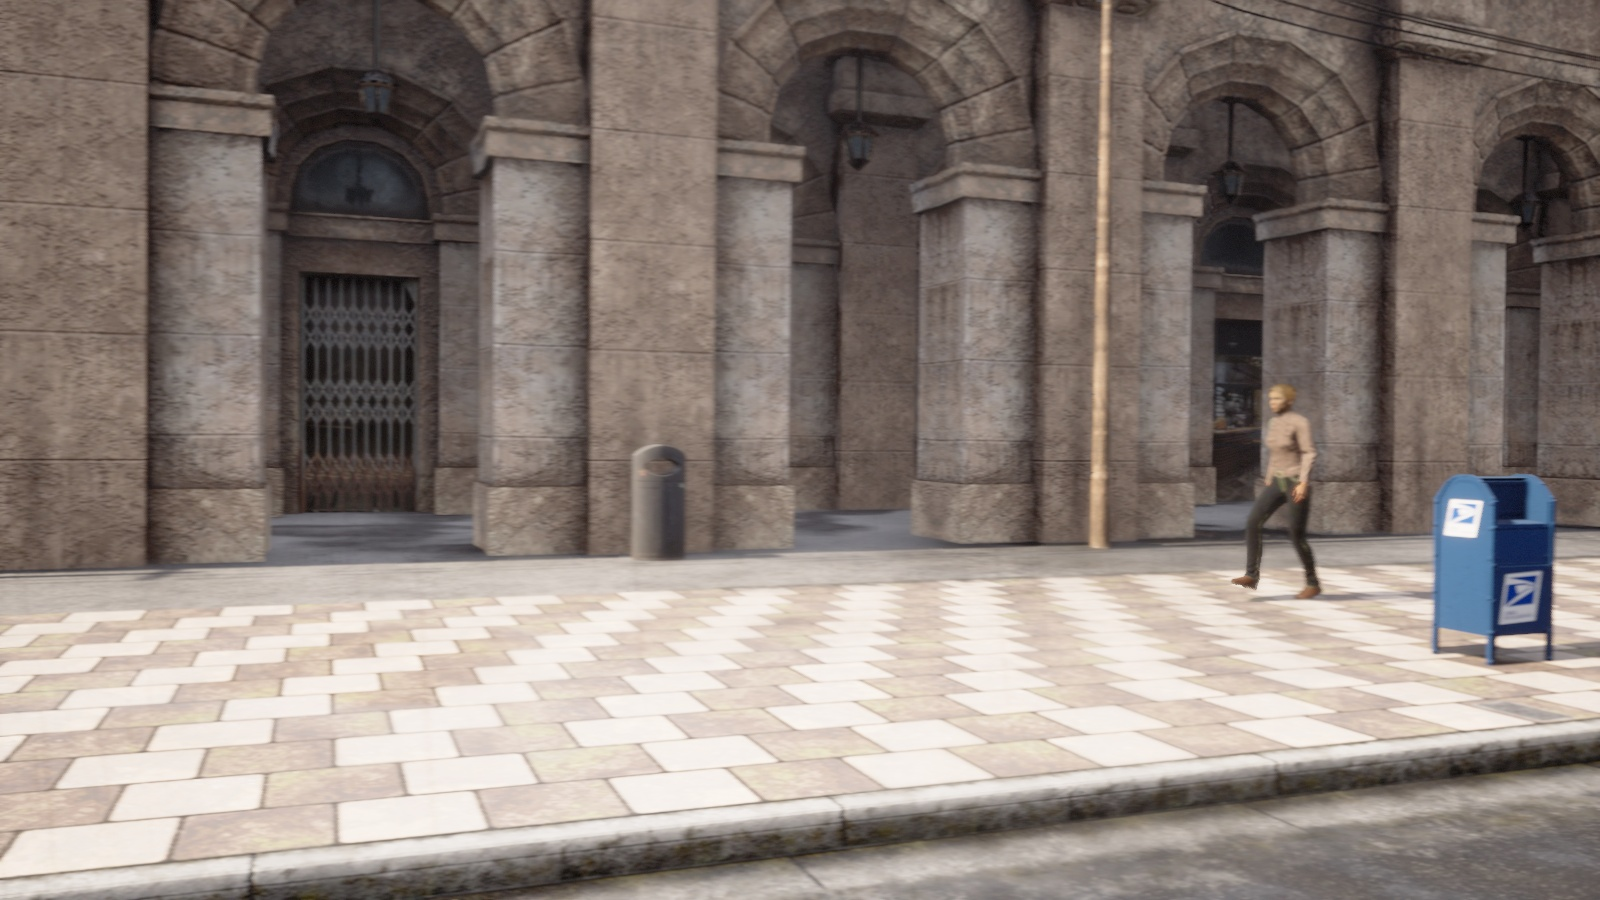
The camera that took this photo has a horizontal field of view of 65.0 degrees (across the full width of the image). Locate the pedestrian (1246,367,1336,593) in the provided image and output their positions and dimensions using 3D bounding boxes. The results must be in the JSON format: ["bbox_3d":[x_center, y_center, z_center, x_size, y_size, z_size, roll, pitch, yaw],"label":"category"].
[{"bbox_3d":[4.103,0.240,10.494,0.634,1.846,0.331,-1,1,-20],"label":"pedestrian"}]
